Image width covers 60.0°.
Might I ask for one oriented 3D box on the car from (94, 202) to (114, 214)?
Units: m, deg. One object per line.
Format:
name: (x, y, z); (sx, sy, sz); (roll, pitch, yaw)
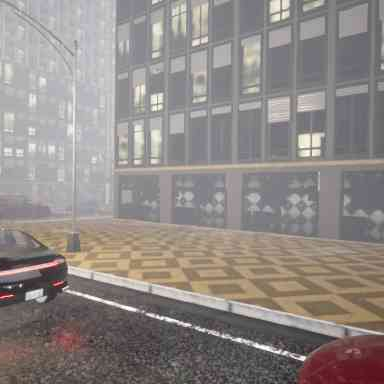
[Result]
car: (-8.796, 1.828, 39.704); (1.752, 1.417, 4.829); (1, 0, 36)

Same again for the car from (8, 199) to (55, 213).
car: (-19.091, 1.641, 39.849); (1.752, 1.417, 4.829); (1, 0, 36)

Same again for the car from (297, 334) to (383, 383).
car: (2.892, 1.526, 1.634); (4.674, 1.442, 1.812); (0, 0, 35)

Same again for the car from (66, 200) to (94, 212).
car: (-13.896, 1.767, 42.536); (1.994, 1.385, 4.181); (1, 0, 36)

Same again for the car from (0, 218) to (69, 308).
car: (-4.595, 1.488, 6.934); (4.902, 1.511, 2.128); (0, 0, 35)

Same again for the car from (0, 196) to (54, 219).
car: (-15.577, 1.518, 30.480); (2.192, 1.841, 5.009); (1, 0, 36)
